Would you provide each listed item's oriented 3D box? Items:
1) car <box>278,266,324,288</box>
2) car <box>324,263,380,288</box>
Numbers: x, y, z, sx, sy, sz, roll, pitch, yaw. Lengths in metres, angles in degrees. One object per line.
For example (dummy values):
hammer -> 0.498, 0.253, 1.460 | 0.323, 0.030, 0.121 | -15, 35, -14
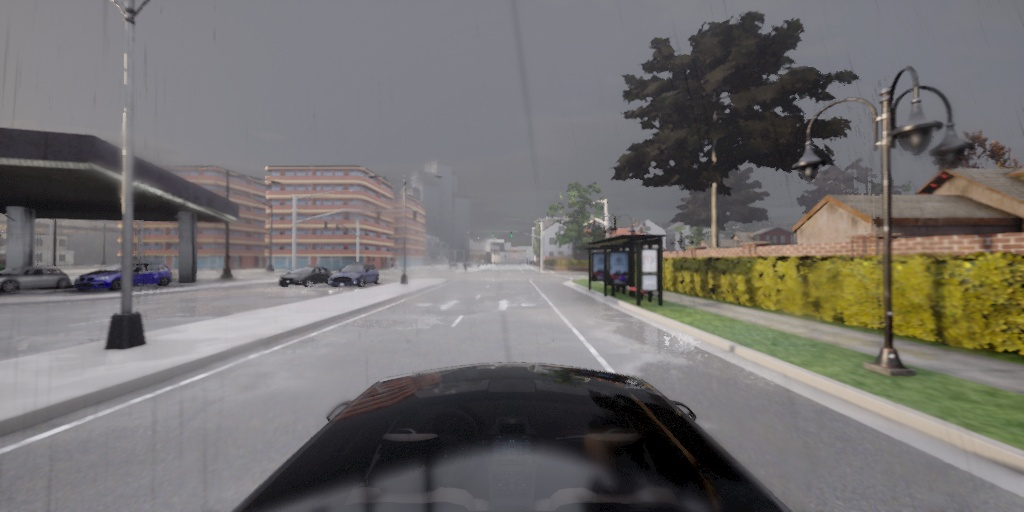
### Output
car -> -15.022, 1.522, 26.483 | 1.837, 1.490, 4.892 | 0, -1, 0
car -> -11.519, 1.367, 26.566 | 2.097, 1.767, 4.553 | 0, 0, 0
